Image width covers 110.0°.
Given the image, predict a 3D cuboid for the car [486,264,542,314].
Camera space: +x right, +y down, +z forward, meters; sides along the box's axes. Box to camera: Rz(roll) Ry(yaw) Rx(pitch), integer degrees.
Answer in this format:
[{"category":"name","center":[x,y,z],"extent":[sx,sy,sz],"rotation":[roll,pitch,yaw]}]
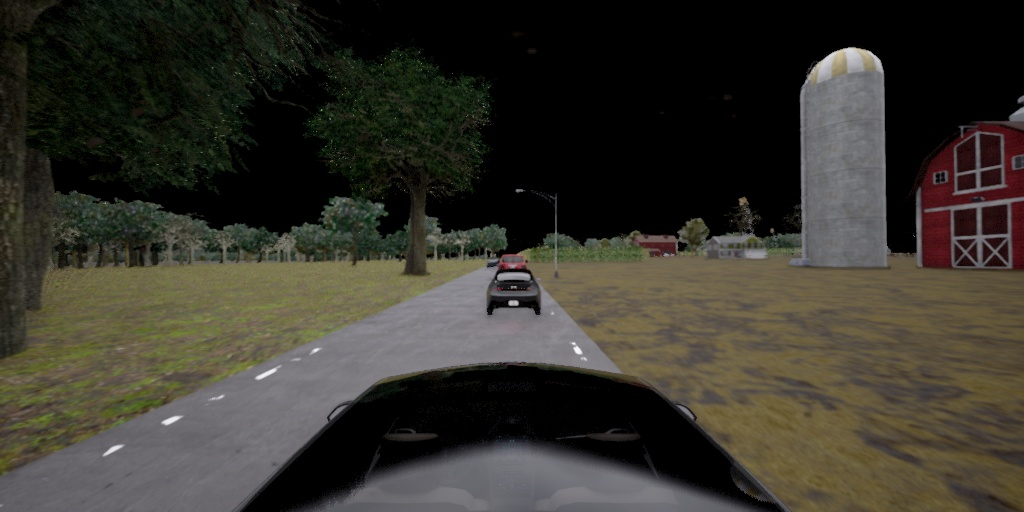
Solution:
[{"category":"car","center":[0.070,1.219,13.586],"extent":[1.837,1.490,4.892],"rotation":[0,0,0]}]

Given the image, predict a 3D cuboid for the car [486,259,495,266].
[{"category":"car","center":[-2.802,1.175,53.527],"extent":[2.033,1.411,5.357],"rotation":[0,0,0]}]

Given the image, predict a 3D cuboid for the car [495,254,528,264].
[{"category":"car","center":[0.071,0.894,28.049],"extent":[2.150,2.045,5.566],"rotation":[0,0,1]}]
